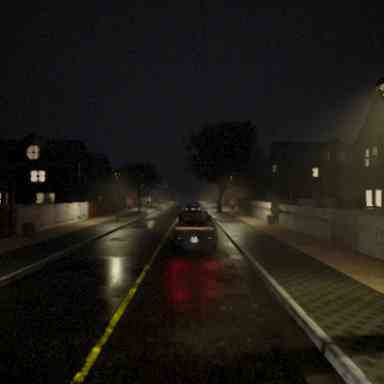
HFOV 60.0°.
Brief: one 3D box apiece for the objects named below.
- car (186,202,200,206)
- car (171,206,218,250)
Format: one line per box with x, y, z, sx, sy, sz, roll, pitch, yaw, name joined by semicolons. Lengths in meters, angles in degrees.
0.095;1.754;34.907;2.033;1.411;5.357;0;0;0;car
0.094;1.581;14.676;2.128;1.511;4.902;0;0;0;car
